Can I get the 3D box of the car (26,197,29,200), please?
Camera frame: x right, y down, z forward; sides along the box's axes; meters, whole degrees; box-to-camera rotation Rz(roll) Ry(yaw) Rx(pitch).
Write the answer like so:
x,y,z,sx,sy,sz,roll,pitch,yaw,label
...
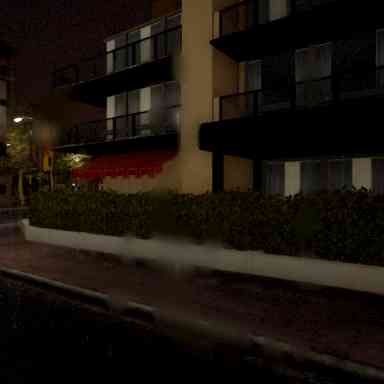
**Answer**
x,y,z,sx,sy,sz,roll,pitch,yaw,label
-36.115,1.481,67.977,4.892,1.521,2.231,0,0,36,car
